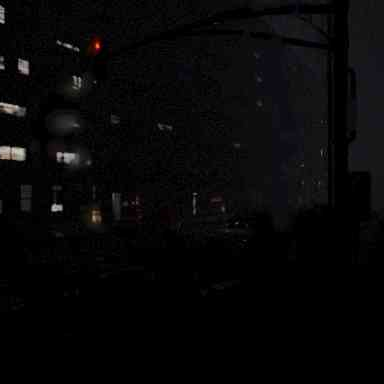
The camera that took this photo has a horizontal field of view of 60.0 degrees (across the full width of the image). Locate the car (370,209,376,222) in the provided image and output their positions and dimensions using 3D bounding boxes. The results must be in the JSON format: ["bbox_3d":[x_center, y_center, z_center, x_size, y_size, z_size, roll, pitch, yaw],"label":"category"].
[{"bbox_3d":[17.355,2.278,33.377,1.802,1.307,4.206,-1,-2,35],"label":"car"}]

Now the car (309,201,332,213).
[{"bbox_3d":[20.230,2.328,52.039,2.192,1.841,5.009,-1,-2,35],"label":"car"}]

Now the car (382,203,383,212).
[{"bbox_3d":[33.599,2.513,56.577,2.192,1.841,5.009,-1,-2,35],"label":"car"}]

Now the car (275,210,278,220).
[{"bbox_3d":[7.234,2.155,33.478,1.887,1.381,4.507,-1,-2,35],"label":"car"}]

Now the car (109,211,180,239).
[{"bbox_3d":[-2.612,1.826,19.423,1.752,1.417,4.829,-1,-2,35],"label":"car"}]

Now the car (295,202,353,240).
[{"bbox_3d":[7.605,1.707,19.468,2.192,1.841,5.009,-1,-2,35],"label":"car"}]

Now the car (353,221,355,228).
[{"bbox_3d":[10.856,2.038,24.101,1.887,1.381,4.507,-1,-2,35],"label":"car"}]

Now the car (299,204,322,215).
[{"bbox_3d":[16.883,2.435,47.256,1.752,1.417,4.829,-1,-2,35],"label":"car"}]

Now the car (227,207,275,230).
[{"bbox_3d":[4.247,2.009,24.676,1.994,1.385,4.181,0,-1,35],"label":"car"}]

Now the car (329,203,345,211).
[{"bbox_3d":[26.730,2.758,61.312,1.887,1.381,4.507,-1,-2,35],"label":"car"}]
